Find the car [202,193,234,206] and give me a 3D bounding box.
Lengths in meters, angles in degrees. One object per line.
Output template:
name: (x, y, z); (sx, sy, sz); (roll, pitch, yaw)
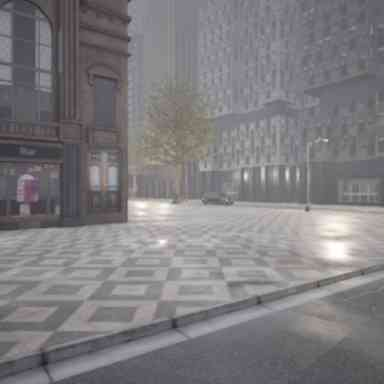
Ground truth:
car: (3.867, 1.111, 50.222); (2.150, 2.045, 5.566); (0, 0, -36)
